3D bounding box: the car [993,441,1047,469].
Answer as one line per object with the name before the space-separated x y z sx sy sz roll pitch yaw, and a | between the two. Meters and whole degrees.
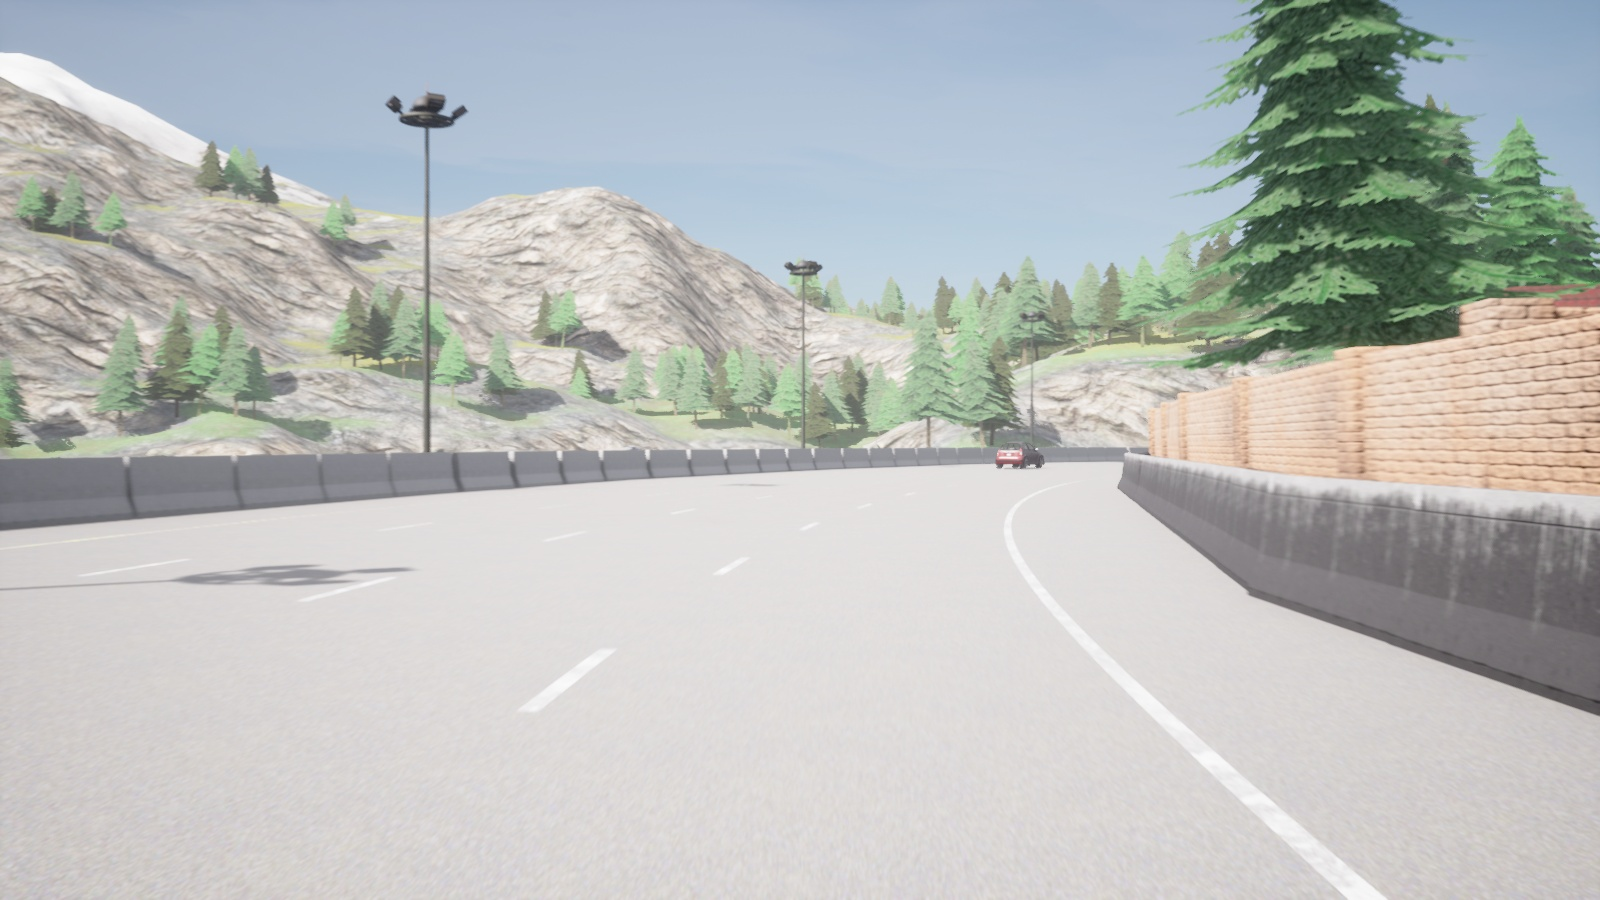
car | 13.027 0.273 74.228 1.851 1.617 3.988 0 0 30
